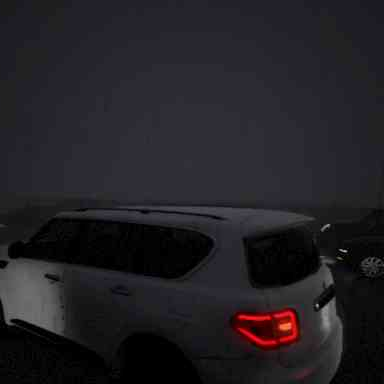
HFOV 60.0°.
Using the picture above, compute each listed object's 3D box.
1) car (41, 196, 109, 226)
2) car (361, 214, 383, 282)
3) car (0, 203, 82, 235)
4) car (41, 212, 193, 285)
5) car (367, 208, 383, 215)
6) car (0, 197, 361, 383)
[{"bbox_3d":[-8.005,1.213,22.597,4.553,1.767,2.097,0,0,35],"label":"car"},{"bbox_3d":[6.219,1.508,8.154,4.892,1.490,1.837,1,0,35],"label":"car"},{"bbox_3d":[-8.752,1.419,18.830,5.357,1.411,2.033,1,0,35],"label":"car"},{"bbox_3d":[-2.398,1.471,10.001,4.674,1.442,1.812,1,0,35],"label":"car"},{"bbox_3d":[6.952,1.343,11.930,4.553,1.767,2.097,1,0,35],"label":"car"},{"bbox_3d":[-0.935,1.197,4.658,5.566,2.045,2.150,1,0,36],"label":"car"}]
